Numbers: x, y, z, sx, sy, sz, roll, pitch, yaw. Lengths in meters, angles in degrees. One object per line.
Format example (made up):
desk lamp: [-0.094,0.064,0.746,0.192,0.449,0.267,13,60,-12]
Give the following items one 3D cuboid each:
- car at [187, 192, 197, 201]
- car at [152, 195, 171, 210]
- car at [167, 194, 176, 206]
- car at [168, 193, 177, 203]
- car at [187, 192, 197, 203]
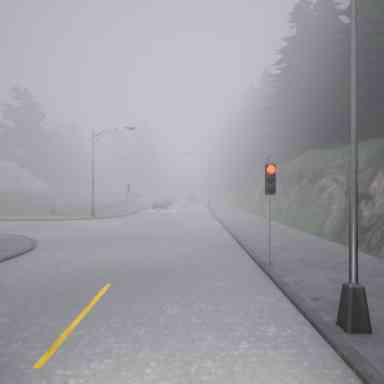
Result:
car: [-0.016,1.108,78.413,2.150,2.045,5.566,0,0,0]
car: [-4.093,1.526,43.507,1.812,1.442,4.674,0,0,0]
car: [-4.101,1.477,53.799,1.882,1.535,5.008,0,0,0]
car: [-4.050,1.218,65.543,2.150,2.045,5.566,0,0,0]
car: [-0.014,1.352,68.317,2.097,1.767,4.553,0,0,0]
